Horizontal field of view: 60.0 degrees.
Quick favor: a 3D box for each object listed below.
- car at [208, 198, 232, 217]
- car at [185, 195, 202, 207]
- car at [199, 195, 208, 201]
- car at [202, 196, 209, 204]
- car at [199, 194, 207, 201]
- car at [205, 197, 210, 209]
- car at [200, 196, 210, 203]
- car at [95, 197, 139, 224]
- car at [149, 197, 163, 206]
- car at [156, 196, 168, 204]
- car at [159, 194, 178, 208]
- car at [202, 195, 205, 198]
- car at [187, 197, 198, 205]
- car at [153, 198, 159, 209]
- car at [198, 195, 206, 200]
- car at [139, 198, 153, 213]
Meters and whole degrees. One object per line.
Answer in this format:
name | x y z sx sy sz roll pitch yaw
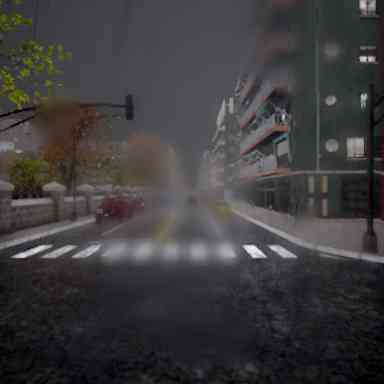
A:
car | 2.701 1.487 30.555 1.752 1.417 4.829 0 0 0
car | 0.066 1.424 49.046 1.882 1.535 5.008 0 0 1
car | 2.725 1.494 80.202 1.947 1.339 4.313 0 0 0
car | 2.706 1.503 41.456 2.008 1.369 4.403 0 0 0
car | 2.727 1.367 85.736 1.967 1.590 4.097 0 0 0
car | 2.704 1.502 35.920 1.887 1.381 4.507 0 0 0
car | 2.720 1.478 69.131 1.887 1.381 4.507 0 0 0
car | -5.683 1.283 24.853 2.192 1.841 5.009 0 0 0
car | -5.669 1.526 52.529 1.802 1.307 4.206 0 0 0
car | -5.663 1.518 63.600 1.802 1.307 4.206 0 0 0
car | -3.048 1.441 46.496 2.128 1.511 4.902 0 0 0
car | 2.717 1.481 63.596 1.887 1.381 4.507 0 0 0
car | 0.028 1.539 59.790 1.895 1.301 4.718 0 0 0
car | -5.674 1.497 41.459 1.887 1.381 4.507 0 0 0
car | 2.730 1.491 91.272 1.947 1.339 4.313 0 0 0
car | -5.677 1.397 35.923 1.967 1.590 4.097 0 0 0
